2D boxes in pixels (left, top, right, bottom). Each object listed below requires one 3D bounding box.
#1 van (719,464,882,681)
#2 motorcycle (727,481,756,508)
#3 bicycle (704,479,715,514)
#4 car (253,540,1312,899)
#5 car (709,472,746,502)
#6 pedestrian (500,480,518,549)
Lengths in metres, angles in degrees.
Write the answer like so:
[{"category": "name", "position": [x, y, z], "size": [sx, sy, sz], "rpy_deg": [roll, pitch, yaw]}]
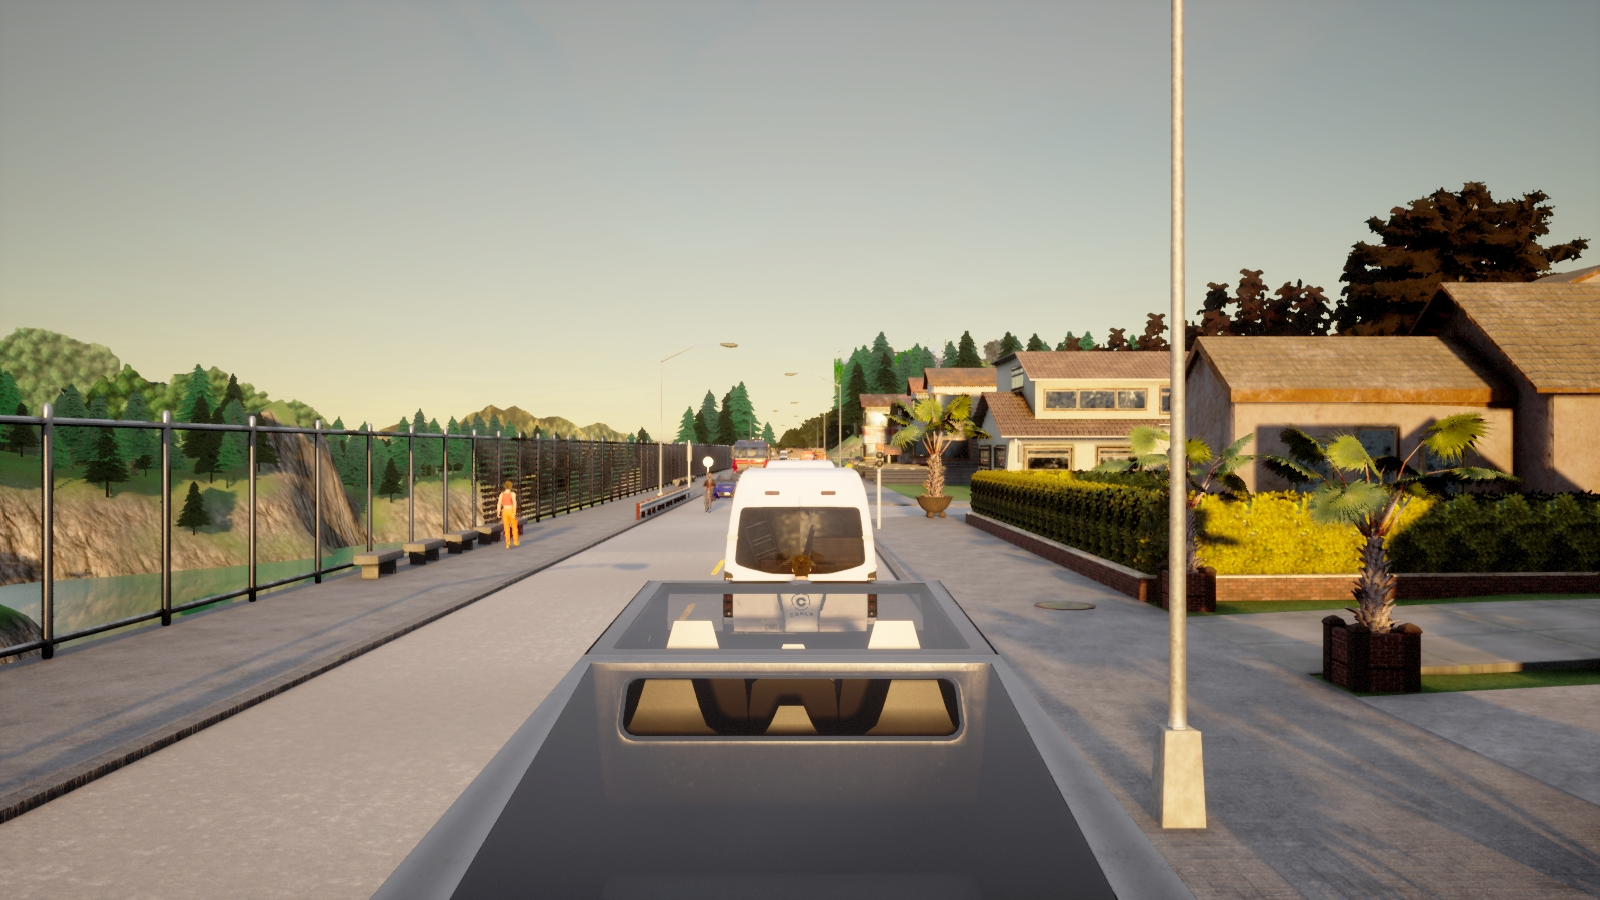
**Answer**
[{"category": "van", "position": [0.009, 1.528, 16.844], "size": [1.988, 2.561, 5.915], "rpy_deg": [0, 0, 0]}, {"category": "motorcycle", "position": [-2.860, 2.164, 55.714], "size": [0.803, 1.199, 2.033], "rpy_deg": [4, -1, -18]}, {"category": "bicycle", "position": [-3.976, 2.040, 50.147], "size": [0.329, 1.471, 1.835], "rpy_deg": [0, 0, 0]}, {"category": "car", "position": [-0.034, 1.751, 5.716], "size": [2.390, 2.098, 6.274], "rpy_deg": [0, 0, 0]}, {"category": "car", "position": [-3.949, 2.013, 62.880], "size": [1.845, 1.501, 3.633], "rpy_deg": [0, 0, -1]}, {"category": "pedestrian", "position": [-7.840, 1.732, 30.782], "size": [0.375, 1.860, 0.375], "rpy_deg": [0, 0, 1]}]
